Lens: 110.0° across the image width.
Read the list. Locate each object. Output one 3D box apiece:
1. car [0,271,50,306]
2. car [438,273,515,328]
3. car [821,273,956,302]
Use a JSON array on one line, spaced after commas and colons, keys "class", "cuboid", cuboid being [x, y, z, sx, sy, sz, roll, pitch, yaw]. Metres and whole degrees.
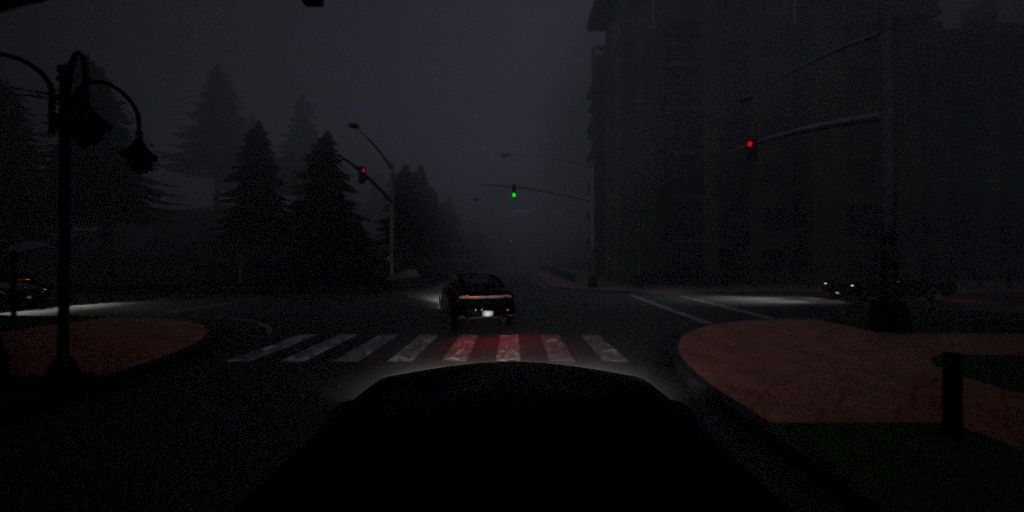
[{"class": "car", "cuboid": [-21.522, 1.361, 14.278, 4.674, 1.442, 1.812, 0, 0, 0]}, {"class": "car", "cuboid": [-1.282, 1.306, 11.750, 2.128, 1.511, 4.902, 0, 0, -16]}, {"class": "car", "cuboid": [17.792, 1.450, 17.157, 4.718, 1.301, 1.895, 0, 0, 1]}]
